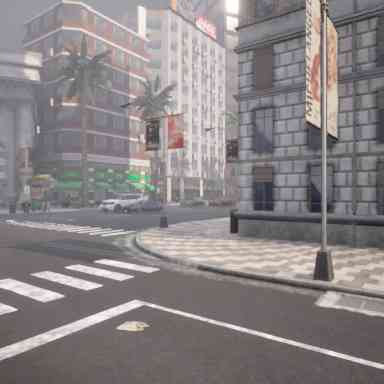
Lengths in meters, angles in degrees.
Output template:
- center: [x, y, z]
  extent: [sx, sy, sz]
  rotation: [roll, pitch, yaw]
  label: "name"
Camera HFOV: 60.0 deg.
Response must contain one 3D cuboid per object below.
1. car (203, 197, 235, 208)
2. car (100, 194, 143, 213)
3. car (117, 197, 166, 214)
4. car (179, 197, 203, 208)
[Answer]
- center: [4.315, 1.477, 48.009]
  extent: [1.882, 1.535, 5.008]
  rotation: [0, 0, 41]
  label: "car"
- center: [-7.799, 1.222, 37.868]
  extent: [2.150, 2.045, 5.566]
  rotation: [0, 0, 36]
  label: "car"
- center: [-5.085, 1.547, 35.674]
  extent: [2.033, 1.411, 5.357]
  rotation: [0, 0, 36]
  label: "car"
- center: [0.134, 1.527, 48.358]
  extent: [1.812, 1.442, 4.674]
  rotation: [0, 1, 38]
  label: "car"
